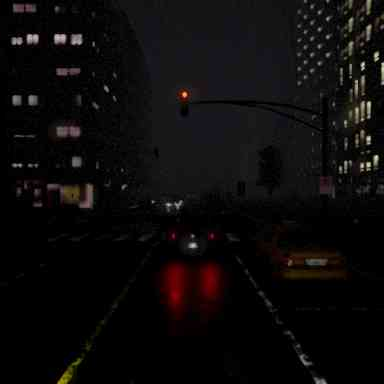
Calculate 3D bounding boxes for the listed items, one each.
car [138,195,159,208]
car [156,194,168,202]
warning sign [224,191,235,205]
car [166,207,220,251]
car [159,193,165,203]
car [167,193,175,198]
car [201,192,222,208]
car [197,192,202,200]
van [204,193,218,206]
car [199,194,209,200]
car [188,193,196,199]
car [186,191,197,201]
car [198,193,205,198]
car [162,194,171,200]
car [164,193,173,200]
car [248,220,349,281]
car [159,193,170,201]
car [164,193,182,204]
[{"bbox_3d":[-5.694,1.278,41.717,2.008,1.369,4.403,0,0,0],"label":"car"},{"bbox_3d":[-5.695,1.148,63.822,1.887,1.381,4.507,0,0,0],"label":"car"},{"bbox_3d":[5.072,0.823,44.971,1.300,1.860,1.060,0,1,0],"label":"warning sign"},{"bbox_3d":[0.053,1.513,13.489,1.895,1.301,4.718,0,0,0],"label":"car"},{"bbox_3d":[-5.694,1.183,58.296,2.008,1.369,4.403,0,0,0],"label":"car"},{"bbox_3d":[-5.695,0.990,91.286,1.752,1.417,4.829,0,0,0],"label":"car"},{"bbox_3d":[2.685,1.042,41.716,2.192,1.841,5.009,0,0,0],"label":"car"},{"bbox_3d":[2.684,0.918,63.821,2.192,1.841,5.009,0,0,0],"label":"car"},{"bbox_3d":[2.685,1.035,47.242,1.690,1.788,3.998,0,0,0],"label":"van"},{"bbox_3d":[2.685,1.091,74.876,1.887,1.381,4.507,0,0,0],"label":"car"},{"bbox_3d":[0.000,0.969,80.909,2.033,1.411,5.357,0,0,0],"label":"car"},{"bbox_3d":[-0.001,0.794,70.521,2.150,2.045,5.566,0,0,0],"label":"car"},{"bbox_3d":[2.686,0.989,91.626,1.752,1.417,4.829,0,0,0],"label":"car"},{"bbox_3d":[-5.695,1.128,74.877,1.802,1.307,4.206,0,0,0],"label":"car"},{"bbox_3d":[-5.695,0.958,80.402,1.967,1.590,4.097,0,0,0],"label":"car"},{"bbox_3d":[2.686,1.459,9.475,1.752,1.417,4.829,0,0,0],"label":"car"},{"bbox_3d":[-5.695,1.015,69.349,1.967,1.590,4.097,0,0,0],"label":"car"},{"bbox_3d":[-3.072,1.153,55.339,1.837,1.490,4.892,0,0,0],"label":"car"}]
